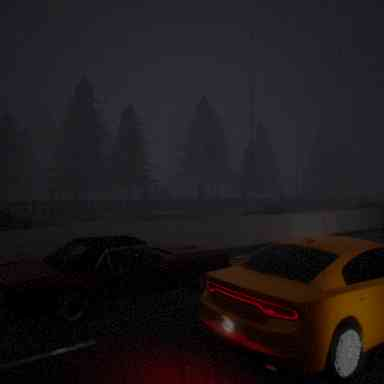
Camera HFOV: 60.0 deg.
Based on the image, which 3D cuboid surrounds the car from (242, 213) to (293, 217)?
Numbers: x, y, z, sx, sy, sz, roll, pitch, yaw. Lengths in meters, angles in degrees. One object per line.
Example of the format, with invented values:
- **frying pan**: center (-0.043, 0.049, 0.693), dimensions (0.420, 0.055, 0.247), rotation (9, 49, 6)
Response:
- **car**: center (5.780, 1.552, 25.312), dimensions (4.181, 1.385, 1.994), rotation (0, 0, -35)

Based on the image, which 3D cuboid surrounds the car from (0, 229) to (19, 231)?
- **car**: center (-11.107, 1.599, 17.566), dimensions (4.718, 1.301, 1.895), rotation (0, 0, -36)

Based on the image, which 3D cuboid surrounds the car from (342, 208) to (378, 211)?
- **car**: center (13.818, 1.547, 26.745), dimensions (4.181, 1.385, 1.994), rotation (0, 0, -35)

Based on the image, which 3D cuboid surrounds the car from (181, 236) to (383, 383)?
- **car**: center (2.456, 1.474, 5.497), dimensions (5.008, 1.535, 1.882), rotation (0, 0, -36)

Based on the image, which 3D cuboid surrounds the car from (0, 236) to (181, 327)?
- **car**: center (-1.401, 1.599, 7.046), dimensions (4.718, 1.301, 1.895), rotation (0, 0, -36)
